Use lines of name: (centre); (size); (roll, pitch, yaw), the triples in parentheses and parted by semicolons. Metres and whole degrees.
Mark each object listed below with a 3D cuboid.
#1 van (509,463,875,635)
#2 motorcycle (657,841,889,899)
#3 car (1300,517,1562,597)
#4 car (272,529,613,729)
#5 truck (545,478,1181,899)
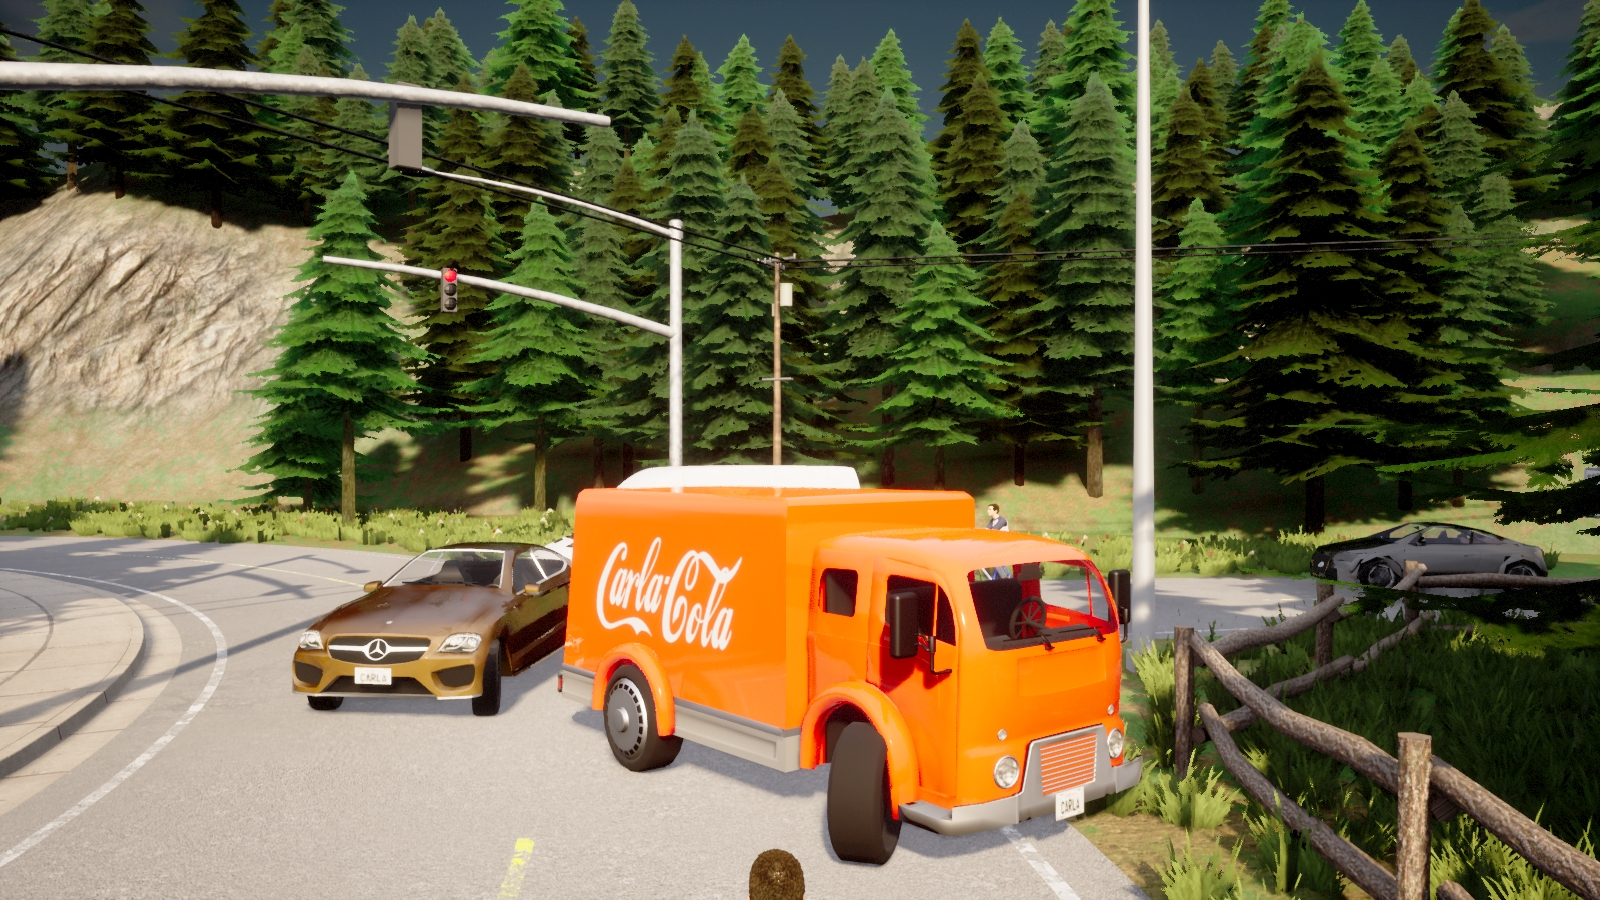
van: (-1.776, 1.528, 19.549); (5.915, 2.561, 1.988); (0, 0, -27)
motorcycle: (-0.074, 2.159, 3.526); (0.803, 1.199, 2.033); (0, 0, -2)
car: (12.589, 2.119, 23.051); (4.181, 1.385, 1.994); (0, 0, 6)
car: (-4.038, 1.970, 14.038); (2.152, 1.651, 5.027); (0, 0, 6)
truck: (0.202, 1.542, 9.769); (2.627, 2.467, 5.204); (0, 0, -39)
